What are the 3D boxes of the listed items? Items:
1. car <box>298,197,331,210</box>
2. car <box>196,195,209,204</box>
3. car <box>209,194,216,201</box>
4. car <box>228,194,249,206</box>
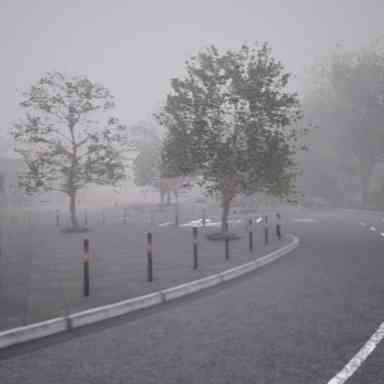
[{"bbox_3d":[15.229,1.461,41.646,1.837,1.490,4.892,0,0,-17],"label":"car"},{"bbox_3d":[1.850,1.752,68.699,1.895,1.301,4.718,0,0,-5],"label":"car"},{"bbox_3d":[3.840,1.541,95.182,5.566,2.045,2.435,0,0,16],"label":"car"},{"bbox_3d":[7.220,1.373,53.081,2.097,1.767,4.553,0,0,-22],"label":"car"}]
